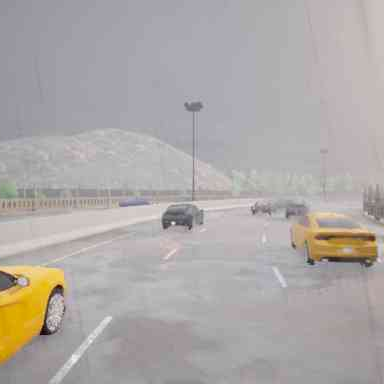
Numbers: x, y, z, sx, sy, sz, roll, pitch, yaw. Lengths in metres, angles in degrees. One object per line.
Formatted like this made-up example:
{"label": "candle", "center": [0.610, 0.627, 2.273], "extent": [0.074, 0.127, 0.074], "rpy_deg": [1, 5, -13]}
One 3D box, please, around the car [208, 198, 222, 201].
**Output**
{"label": "car", "center": [3.294, 1.599, 49.405], "extent": [1.895, 1.301, 4.718], "rpy_deg": [0, 0, 30]}

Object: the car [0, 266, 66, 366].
{"label": "car", "center": [-3.144, 1.477, 3.680], "extent": [1.882, 1.535, 5.008], "rpy_deg": [0, 0, 3]}

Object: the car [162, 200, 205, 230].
{"label": "car", "center": [-0.463, 1.505, 21.290], "extent": [1.837, 1.490, 4.892], "rpy_deg": [0, 0, 14]}

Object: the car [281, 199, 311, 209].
{"label": "car", "center": [9.345, 1.490, 29.251], "extent": [2.128, 1.511, 4.902], "rpy_deg": [0, 0, 20]}

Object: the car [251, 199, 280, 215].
{"label": "car", "center": [7.409, 1.600, 33.790], "extent": [1.895, 1.301, 4.718], "rpy_deg": [0, 0, 23]}

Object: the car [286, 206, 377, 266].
{"label": "car", "center": [4.699, 1.477, 11.687], "extent": [1.882, 1.535, 5.008], "rpy_deg": [0, 0, 8]}

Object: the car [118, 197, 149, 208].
{"label": "car", "center": [-7.590, 1.477, 43.524], "extent": [1.882, 1.535, 5.008], "rpy_deg": [0, 0, 25]}

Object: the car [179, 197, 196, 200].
{"label": "car", "center": [-0.847, 1.503, 49.129], "extent": [1.837, 1.490, 4.892], "rpy_deg": [0, 0, 30]}
